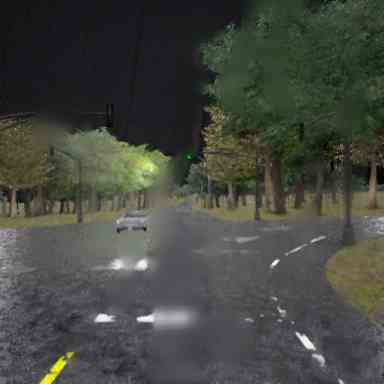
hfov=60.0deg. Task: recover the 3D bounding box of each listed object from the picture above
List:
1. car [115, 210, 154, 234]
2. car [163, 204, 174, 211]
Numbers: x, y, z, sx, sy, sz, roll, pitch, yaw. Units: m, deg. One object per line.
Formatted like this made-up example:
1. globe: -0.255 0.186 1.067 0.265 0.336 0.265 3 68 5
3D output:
1. car: -3.638 1.878 21.600 1.895 1.301 4.718 -2 -1 -1
2. car: -4.560 3.007 65.072 1.994 1.385 4.181 0 -2 -1
